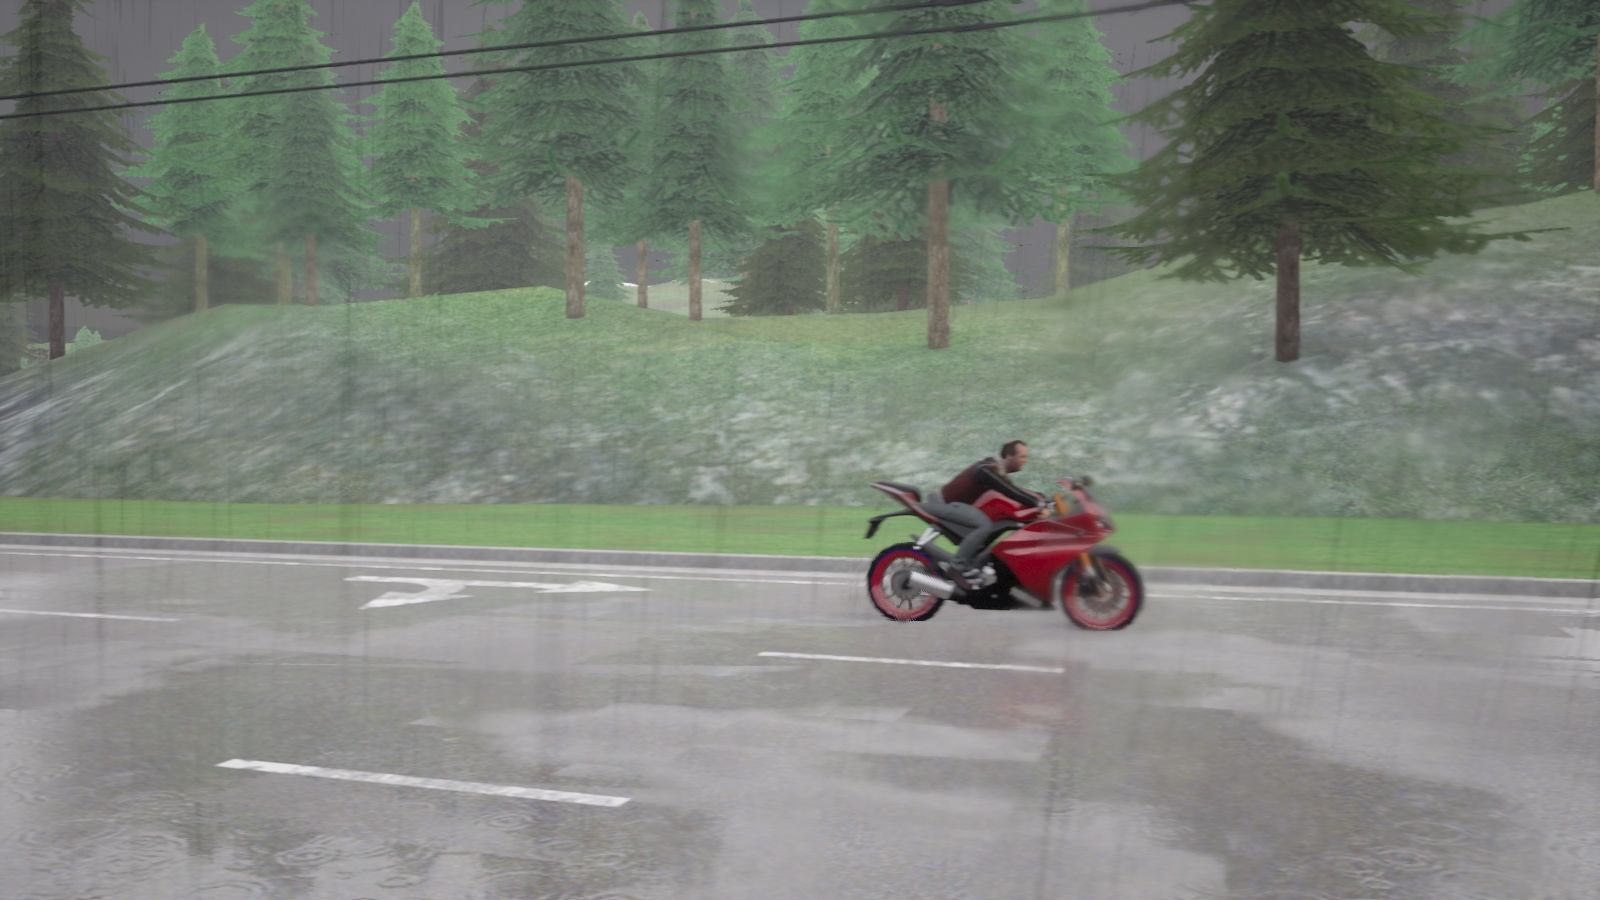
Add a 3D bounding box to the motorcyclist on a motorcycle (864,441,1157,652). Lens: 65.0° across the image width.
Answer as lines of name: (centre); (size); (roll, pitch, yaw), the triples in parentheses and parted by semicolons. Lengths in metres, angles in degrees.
motorcyclist on a motorcycle: (1.684, 0.707, 10.012); (2.191, 1.530, 0.866); (1, 1, 19)
